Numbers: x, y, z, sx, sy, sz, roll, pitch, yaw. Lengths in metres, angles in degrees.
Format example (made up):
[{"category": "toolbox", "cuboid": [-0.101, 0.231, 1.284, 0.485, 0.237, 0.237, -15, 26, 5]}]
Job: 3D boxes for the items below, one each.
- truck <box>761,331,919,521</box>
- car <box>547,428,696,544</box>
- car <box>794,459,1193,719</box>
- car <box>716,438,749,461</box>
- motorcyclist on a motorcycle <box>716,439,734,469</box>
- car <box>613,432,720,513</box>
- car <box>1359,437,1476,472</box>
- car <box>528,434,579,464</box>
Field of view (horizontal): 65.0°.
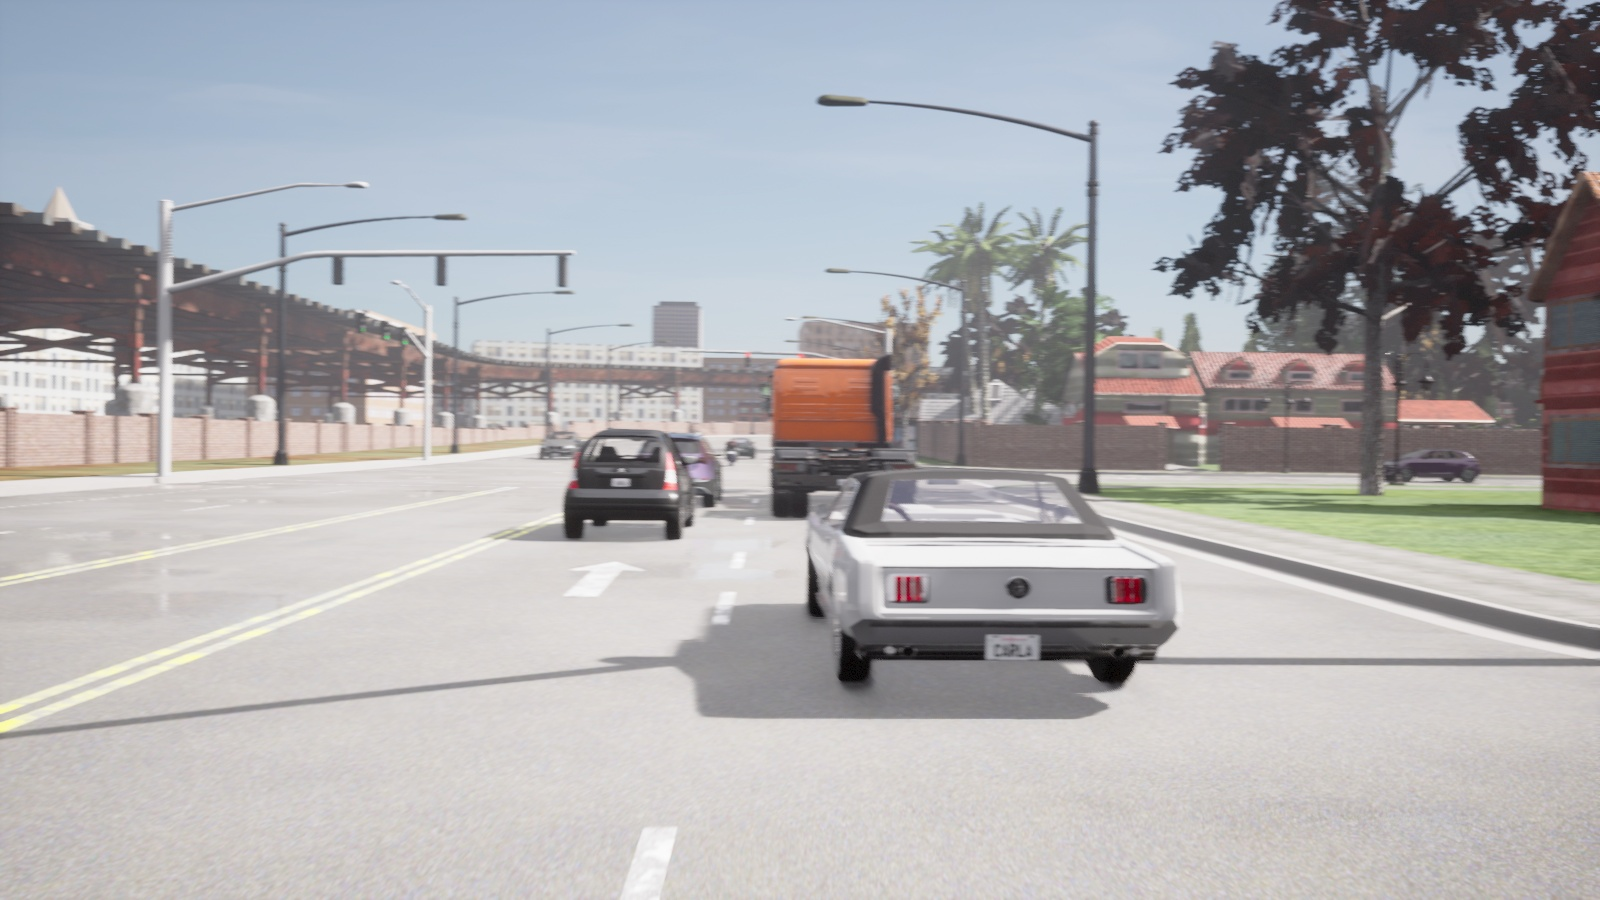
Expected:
[{"category": "truck", "cuboid": [0.625, -0.472, 26.995, 2.891, 3.462, 7.936, 0, 0, -2]}, {"category": "car", "cuboid": [-2.671, 0.485, 19.644, 1.851, 1.617, 3.988, 0, 0, -2]}, {"category": "car", "cuboid": [1.037, 0.756, 9.084, 1.895, 1.301, 4.718, 0, 0, -3]}, {"category": "car", "cuboid": [-4.386, -0.053, 81.927, 1.994, 1.385, 4.181, 0, 1, -2]}, {"category": "motorcyclist on a motorcycle", "cuboid": [-3.951, 0.198, 66.168, 0.866, 1.530, 2.191, 0, 1, -2]}, {"category": "car", "cuboid": [-2.911, 0.446, 28.379, 2.033, 1.649, 4.856, 0, 0, -2]}, {"category": "car", "cuboid": [26.830, 0.172, 54.635, 4.193, 1.474, 1.816, 0, 0, -3]}, {"category": "car", "cuboid": [-14.703, -0.090, 75.175, 2.242, 1.667, 4.611, 0, 1, -1]}]
